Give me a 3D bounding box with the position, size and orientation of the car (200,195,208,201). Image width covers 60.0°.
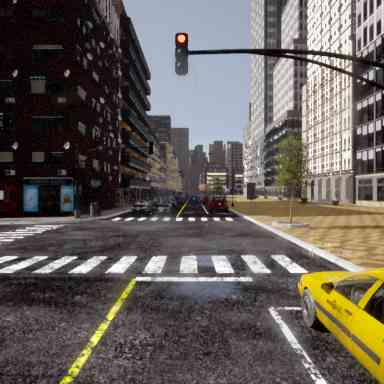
[{"bbox_3d":[3.072,1.613,86.284,1.752,1.417,4.829,0,0,0],"label":"car"}]

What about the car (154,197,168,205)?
[{"bbox_3d":[-5.433,1.584,58.518,1.887,1.381,4.507,0,0,0],"label":"car"}]

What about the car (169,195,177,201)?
[{"bbox_3d":[-5.285,1.644,91.677,1.887,1.381,4.507,0,0,0],"label":"car"}]

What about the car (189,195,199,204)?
[{"bbox_3d":[0.398,1.404,66.684,2.097,1.767,4.553,0,0,0],"label":"car"}]

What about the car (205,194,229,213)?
[{"bbox_3d":[2.847,1.327,36.375,2.192,1.841,5.009,0,0,0],"label":"car"}]

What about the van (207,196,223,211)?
[{"bbox_3d":[2.872,1.358,41.901,1.690,1.788,3.998,0,0,0],"label":"van"}]

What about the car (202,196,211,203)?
[{"bbox_3d":[2.996,1.602,69.534,1.887,1.381,4.507,0,0,0],"label":"car"}]

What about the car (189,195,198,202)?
[{"bbox_3d":[0.346,1.569,76.579,1.837,1.490,4.892,0,0,0],"label":"car"}]

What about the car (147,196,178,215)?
[{"bbox_3d":[-2.947,1.502,34.273,2.128,1.511,4.902,0,0,0],"label":"car"}]

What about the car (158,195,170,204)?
[{"bbox_3d":[-5.409,1.488,64.045,1.967,1.590,4.097,0,0,0],"label":"car"}]

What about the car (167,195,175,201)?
[{"bbox_3d":[-5.310,1.613,85.982,1.752,1.417,4.829,0,0,0],"label":"car"}]

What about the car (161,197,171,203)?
[{"bbox_3d":[-5.384,1.639,69.572,1.802,1.307,4.206,0,0,0],"label":"car"}]

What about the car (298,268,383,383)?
[{"bbox_3d":[2.704,1.525,4.133,1.752,1.417,4.829,0,0,0],"label":"car"}]

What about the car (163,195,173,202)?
[{"bbox_3d":[-5.360,1.507,75.098,1.967,1.590,4.097,0,0,0],"label":"car"}]

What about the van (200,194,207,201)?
[{"bbox_3d":[3.094,1.441,91.640,1.690,1.788,3.998,0,0,0],"label":"van"}]

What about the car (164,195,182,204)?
[{"bbox_3d":[-2.896,1.569,46.004,2.033,1.411,5.357,0,0,0],"label":"car"}]

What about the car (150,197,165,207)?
[{"bbox_3d":[-5.457,1.581,52.992,2.008,1.369,4.403,0,0,0],"label":"car"}]

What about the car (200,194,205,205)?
[{"bbox_3d":[2.946,1.354,58.481,2.192,1.841,5.009,0,0,0],"label":"car"}]

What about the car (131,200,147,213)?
[{"bbox_3d":[-5.531,1.563,36.412,2.008,1.369,4.403,0,0,0],"label":"car"}]
